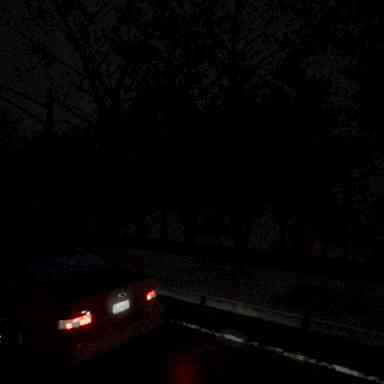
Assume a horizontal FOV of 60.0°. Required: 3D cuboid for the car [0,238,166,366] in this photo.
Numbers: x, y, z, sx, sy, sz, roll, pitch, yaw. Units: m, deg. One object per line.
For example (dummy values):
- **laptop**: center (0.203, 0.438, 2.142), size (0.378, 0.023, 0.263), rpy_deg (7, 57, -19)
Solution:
- **car**: center (-2.966, 1.544, 5.811), size (5.357, 1.411, 2.033), rpy_deg (0, 0, 36)
